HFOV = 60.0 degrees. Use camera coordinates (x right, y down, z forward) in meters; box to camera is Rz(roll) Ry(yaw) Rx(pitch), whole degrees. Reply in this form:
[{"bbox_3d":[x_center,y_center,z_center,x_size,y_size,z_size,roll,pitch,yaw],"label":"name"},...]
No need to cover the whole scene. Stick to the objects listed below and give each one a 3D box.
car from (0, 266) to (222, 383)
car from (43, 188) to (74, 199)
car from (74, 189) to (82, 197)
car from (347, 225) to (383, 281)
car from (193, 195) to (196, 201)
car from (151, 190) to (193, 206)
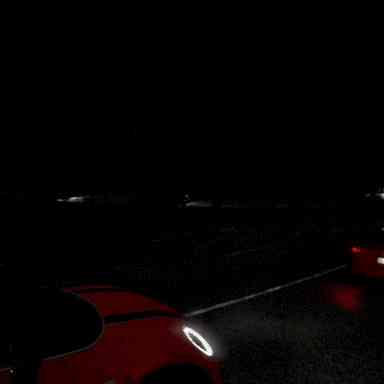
[{"bbox_3d":[-1.927,1.352,2.559,4.553,1.767,2.097,0,0,-35],"label":"car"},{"bbox_3d":[-21.762,0.237,53.330,5.008,1.535,1.882,2,4,33],"label":"car"},{"bbox_3d":[-20.985,0.055,57.006,4.892,1.490,1.837,2,4,33],"label":"car"},{"bbox_3d":[5.801,1.464,8.665,4.181,1.385,1.994,-1,1,-41],"label":"car"},{"bbox_3d":[-1.749,0.483,44.464,4.553,1.767,2.097,1,3,33],"label":"car"},{"bbox_3d":[-2.889,0.798,41.044,4.902,1.511,2.128,1,3,33],"label":"car"}]
